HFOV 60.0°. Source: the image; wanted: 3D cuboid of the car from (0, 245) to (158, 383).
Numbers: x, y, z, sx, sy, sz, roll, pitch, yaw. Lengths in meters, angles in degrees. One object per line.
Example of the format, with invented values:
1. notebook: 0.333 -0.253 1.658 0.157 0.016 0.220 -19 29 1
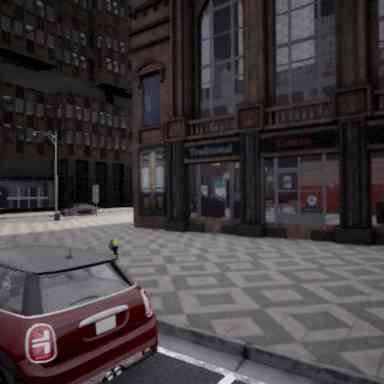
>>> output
1. car: -2.517 1.497 4.761 4.097 1.590 1.967 -1 0 36

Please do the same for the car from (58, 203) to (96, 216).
1. car: -12.576 1.892 36.349 1.994 1.385 4.181 -1 0 35
